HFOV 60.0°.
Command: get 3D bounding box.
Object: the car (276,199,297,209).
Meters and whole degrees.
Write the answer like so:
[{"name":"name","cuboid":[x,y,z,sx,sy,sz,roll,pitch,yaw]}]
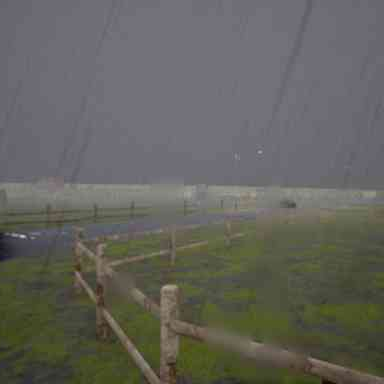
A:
[{"name":"car","cuboid":[14.228,1.801,50.015,1.994,1.385,4.181,2,1,35]}]
